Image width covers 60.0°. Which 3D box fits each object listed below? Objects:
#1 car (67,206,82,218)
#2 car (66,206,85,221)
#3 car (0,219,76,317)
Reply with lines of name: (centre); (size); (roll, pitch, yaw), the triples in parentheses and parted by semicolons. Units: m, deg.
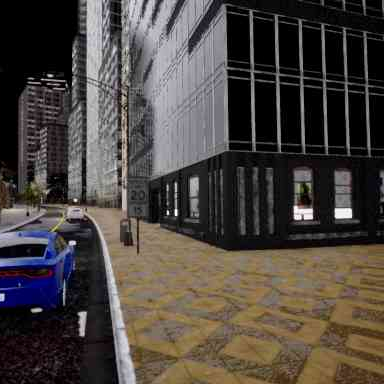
car: (-16.619, 2.728, 46.937); (1.882, 1.535, 5.008); (0, -2, -21)
car: (-13.136, 2.514, 37.371); (1.812, 1.442, 4.674); (0, -2, -19)
car: (-3.865, 1.647, 7.830); (1.882, 1.535, 5.008); (0, -2, -16)
